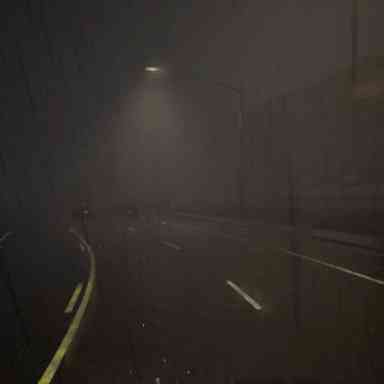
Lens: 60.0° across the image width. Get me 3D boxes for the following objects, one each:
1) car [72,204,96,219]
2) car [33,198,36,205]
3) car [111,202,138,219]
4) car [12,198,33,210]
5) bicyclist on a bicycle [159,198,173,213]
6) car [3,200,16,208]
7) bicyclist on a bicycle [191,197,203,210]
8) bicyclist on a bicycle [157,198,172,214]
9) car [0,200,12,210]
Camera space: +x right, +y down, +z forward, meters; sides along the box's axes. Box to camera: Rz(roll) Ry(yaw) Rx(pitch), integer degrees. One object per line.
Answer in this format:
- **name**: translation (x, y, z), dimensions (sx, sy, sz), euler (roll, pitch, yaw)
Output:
- **car**: translation (-10.840, 1.891, 33.277), dimensions (1.994, 1.385, 4.181), euler (-1, 0, -24)
- **car**: translation (-35.188, 2.405, 71.273), dimensions (1.882, 1.535, 5.008), euler (-1, 0, -24)
- **car**: translation (-6.658, 1.722, 32.468), dimensions (1.882, 1.535, 5.008), euler (-1, 0, -24)
- **car**: translation (-28.728, 2.103, 56.413), dimensions (2.097, 1.767, 4.553), euler (-1, 0, -23)
- **bicyclist on a bicycle**: translation (-2.946, 1.492, 37.656), dimensions (0.582, 1.620, 1.656), euler (-1, 0, 40)
- **car**: translation (-38.694, 2.544, 70.560), dimensions (1.994, 1.385, 4.181), euler (-1, 0, -24)
- **bicyclist on a bicycle**: translation (0.679, 1.440, 42.266), dimensions (1.656, 1.620, 0.582), euler (-1, 0, 21)
- **bicyclist on a bicycle**: translation (-3.125, 1.569, 36.707), dimensions (1.656, 1.620, 0.582), euler (-9, 4, -15)
- **car**: translation (-32.613, 2.318, 55.318), dimensions (2.128, 1.511, 4.902), euler (0, 0, -5)
